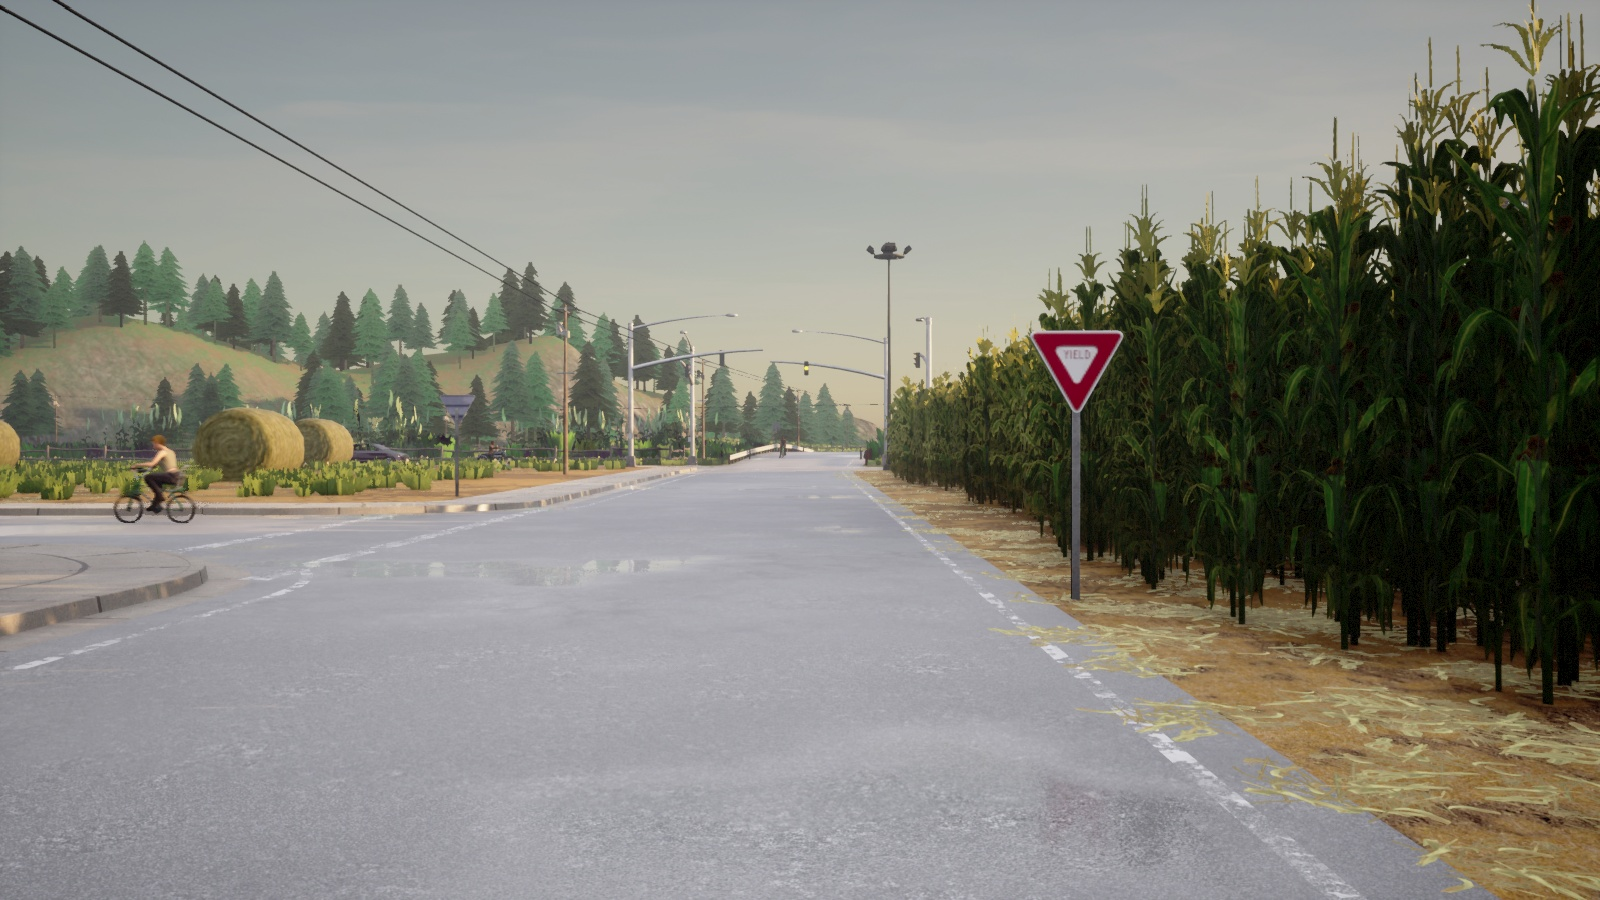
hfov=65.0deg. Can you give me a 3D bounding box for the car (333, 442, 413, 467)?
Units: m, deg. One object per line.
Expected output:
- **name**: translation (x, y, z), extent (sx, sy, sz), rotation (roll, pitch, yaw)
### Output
- **car**: translation (-25.853, 0.275, 76.062), extent (4.193, 1.474, 1.816), rotation (0, 0, 3)

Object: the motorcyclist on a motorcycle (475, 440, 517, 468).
- **motorcyclist on a motorcycle**: translation (-18.294, 0.220, 75.628), extent (2.350, 1.649, 0.766), rotation (0, 0, 3)

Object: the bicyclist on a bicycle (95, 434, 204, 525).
- **bicyclist on a bicycle**: translation (-11.733, 0.519, 22.685), extent (1.509, 1.612, 0.866), rotation (0, 1, 1)
